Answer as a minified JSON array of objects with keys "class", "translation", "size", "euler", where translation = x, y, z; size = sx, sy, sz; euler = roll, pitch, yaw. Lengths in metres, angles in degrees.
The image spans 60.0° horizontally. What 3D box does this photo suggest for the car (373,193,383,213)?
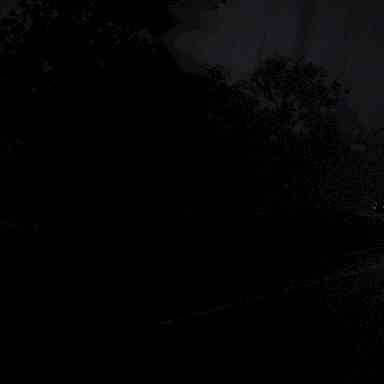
[{"class":"car","translation":[20.797,1.121,35.088],"size":[2.150,2.045,5.566],"euler":[-1,0,39]}]
